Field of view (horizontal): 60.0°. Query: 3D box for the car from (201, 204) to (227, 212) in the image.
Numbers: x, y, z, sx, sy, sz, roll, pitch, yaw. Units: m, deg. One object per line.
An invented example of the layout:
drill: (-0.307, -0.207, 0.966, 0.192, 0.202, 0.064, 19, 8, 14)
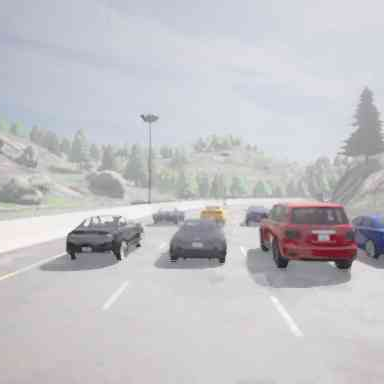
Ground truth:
car: (1.865, 1.769, 27.791, 1.882, 1.535, 5.008, 0, 0, 9)

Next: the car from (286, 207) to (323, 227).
car: (8.651, 1.873, 25.924, 1.895, 1.301, 4.718, 0, -1, 8)

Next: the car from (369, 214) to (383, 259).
car: (7.387, 1.617, 13.189, 1.882, 1.535, 5.008, 0, 0, 4)

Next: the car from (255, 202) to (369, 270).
car: (3.753, 1.349, 11.715, 2.150, 2.045, 5.566, 0, 0, 4)

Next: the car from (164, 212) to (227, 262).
car: (0.331, 1.699, 12.775, 1.994, 1.385, 4.181, 0, -1, 5)

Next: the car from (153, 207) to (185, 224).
car: (-1.768, 1.887, 27.235, 1.895, 1.301, 4.718, 0, -1, 8)

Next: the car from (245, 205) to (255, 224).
car: (5.280, 1.809, 26.996, 1.812, 1.442, 4.674, 0, 0, 9)

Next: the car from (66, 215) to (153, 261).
car: (-3.163, 1.630, 12.960, 2.128, 1.511, 4.902, 0, 0, 4)
